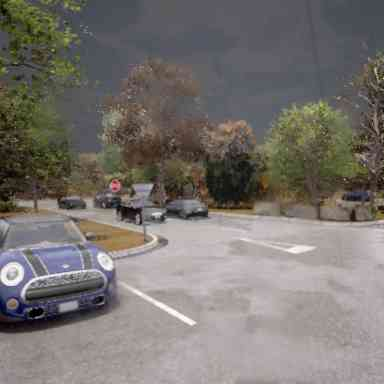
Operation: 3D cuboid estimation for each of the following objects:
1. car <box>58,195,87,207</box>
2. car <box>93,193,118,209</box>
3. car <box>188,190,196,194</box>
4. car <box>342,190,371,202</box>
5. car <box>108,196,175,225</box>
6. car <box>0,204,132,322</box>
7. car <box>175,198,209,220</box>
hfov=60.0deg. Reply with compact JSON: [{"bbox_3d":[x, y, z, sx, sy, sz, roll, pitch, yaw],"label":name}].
[{"bbox_3d":[-12.981,1.075,35.787,2.033,1.411,5.357,-4,3,-36],"label":"car"},{"bbox_3d":[-9.101,0.891,35.650,1.837,1.490,4.892,-4,4,-36],"label":"car"},{"bbox_3d":[0.457,0.450,59.907,4.892,1.490,1.837,0,0,-30],"label":"car"},{"bbox_3d":[24.844,0.461,49.618,2.097,1.767,4.553,-4,4,-35],"label":"car"},{"bbox_3d":[-3.513,1.236,22.434,2.128,1.511,4.902,-4,3,-35],"label":"car"},{"bbox_3d":[-3.377,1.337,7.435,2.185,1.767,4.553,-1,0,-35],"label":"car"},{"bbox_3d":[-0.658,1.126,24.054,1.994,1.385,4.181,-4,3,-37],"label":"car"}]
